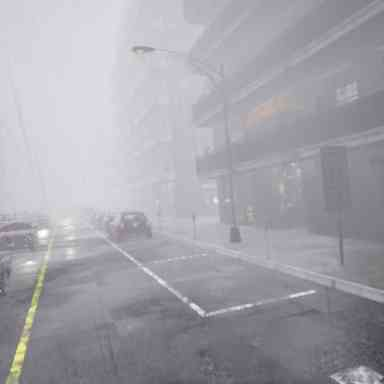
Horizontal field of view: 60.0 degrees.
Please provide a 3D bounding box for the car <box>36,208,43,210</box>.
[{"bbox_3d":[-33.696,4.481,73.166,2.192,1.841,5.009,-3,-1,-21],"label":"car"}]

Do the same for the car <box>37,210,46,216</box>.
[{"bbox_3d":[-37.723,5.153,83.530,1.802,1.307,4.206,-3,-1,-21],"label":"car"}]

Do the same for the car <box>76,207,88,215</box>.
[{"bbox_3d":[-21.843,3.753,65.820,1.887,1.381,4.507,-3,-1,-21],"label":"car"}]

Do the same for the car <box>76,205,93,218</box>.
[{"bbox_3d":[-15.792,2.917,50.272,2.192,1.841,5.009,-3,-1,-21],"label":"car"}]

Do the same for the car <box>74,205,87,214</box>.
[{"bbox_3d":[-23.879,3.726,71.007,2.192,1.841,5.009,-3,-1,-21],"label":"car"}]

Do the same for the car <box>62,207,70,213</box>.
[{"bbox_3d":[-33.604,4.757,88.546,1.994,1.385,4.181,-4,-1,-21],"label":"car"}]

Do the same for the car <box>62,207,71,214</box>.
[{"bbox_3d":[-29.949,4.463,79.186,1.812,1.442,4.674,-4,-1,-21],"label":"car"}]

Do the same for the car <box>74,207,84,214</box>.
[{"bbox_3d":[-25.886,4.164,76.188,2.008,1.369,4.403,-3,-1,-21],"label":"car"}]

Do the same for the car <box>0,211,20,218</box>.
[{"bbox_3d":[-15.500,2.662,26.511,2.192,1.841,5.009,-3,-1,-21],"label":"car"}]

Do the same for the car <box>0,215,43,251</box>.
[{"bbox_3d":[-9.332,2.281,17.804,1.882,1.535,5.008,-4,-1,-21],"label":"car"}]

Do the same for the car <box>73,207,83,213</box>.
[{"bbox_3d":[-27.907,4.382,81.372,1.947,1.339,4.313,-3,-1,-21],"label":"car"}]

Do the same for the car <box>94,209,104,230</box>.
[{"bbox_3d":[-5.668,2.145,24.349,2.008,1.369,4.403,-3,-1,-21],"label":"car"}]

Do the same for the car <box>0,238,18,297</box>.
[{"bbox_3d":[-5.048,1.981,6.800,1.895,1.301,4.718,-4,-1,-21],"label":"car"}]

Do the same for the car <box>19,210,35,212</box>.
[{"bbox_3d":[-21.566,3.266,42.062,2.192,1.841,5.009,-3,-1,-21],"label":"car"}]

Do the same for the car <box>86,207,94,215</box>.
[{"bbox_3d":[-9.775,2.528,34.875,1.752,1.417,4.829,-3,-1,-21],"label":"car"}]

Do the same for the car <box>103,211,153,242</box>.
[{"bbox_3d":[-3.653,1.834,19.167,1.967,1.590,4.097,-3,-1,-21],"label":"car"}]

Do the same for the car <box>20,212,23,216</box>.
[{"bbox_3d":[-19.469,3.268,36.717,1.752,1.417,4.829,-3,-1,-21],"label":"car"}]

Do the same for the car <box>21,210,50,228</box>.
[{"bbox_3d":[-15.374,2.898,33.398,2.128,1.511,4.902,-4,-1,-21],"label":"car"}]

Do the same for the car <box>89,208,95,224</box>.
[{"bbox_3d":[-7.690,2.346,29.533,2.008,1.369,4.403,-3,-1,-21],"label":"car"}]

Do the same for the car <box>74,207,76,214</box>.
[{"bbox_3d":[-19.821,3.556,60.637,2.008,1.369,4.403,-3,-1,-21],"label":"car"}]
